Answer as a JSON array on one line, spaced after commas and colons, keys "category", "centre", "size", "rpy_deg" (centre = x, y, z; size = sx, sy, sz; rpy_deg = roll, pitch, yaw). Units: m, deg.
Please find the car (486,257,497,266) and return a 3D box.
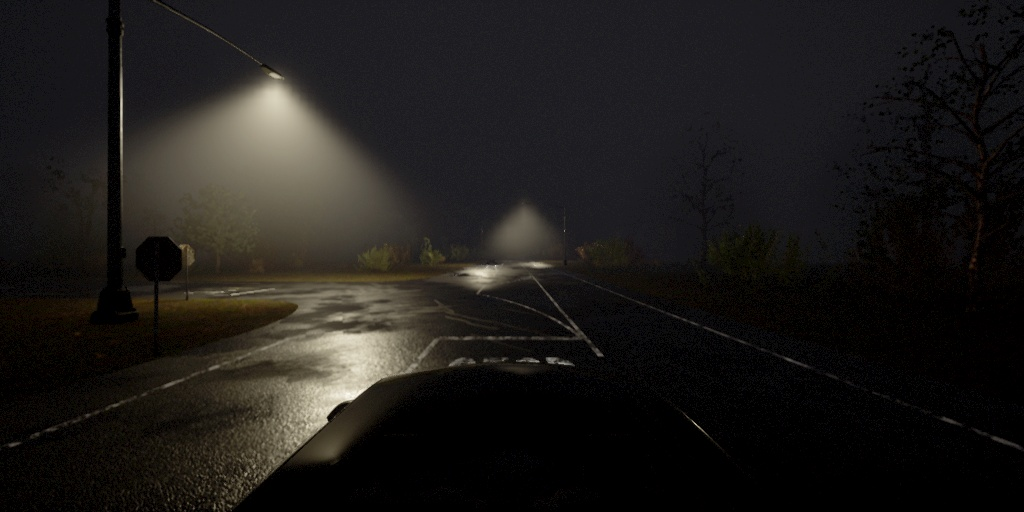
[{"category": "car", "centre": [-3.482, 0.879, 61.869], "size": [1.812, 1.442, 4.674], "rpy_deg": [0, 0, 0]}]
